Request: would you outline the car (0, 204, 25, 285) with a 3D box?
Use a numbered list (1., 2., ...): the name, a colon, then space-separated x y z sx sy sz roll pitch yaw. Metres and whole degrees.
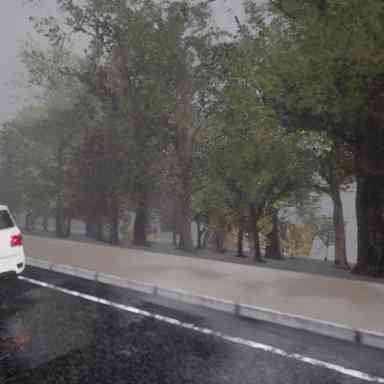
1. car: -6.409 1.243 8.268 5.566 2.045 2.150 0 0 35
